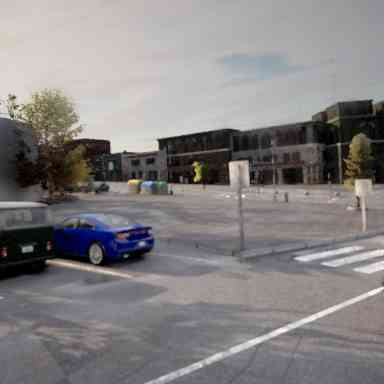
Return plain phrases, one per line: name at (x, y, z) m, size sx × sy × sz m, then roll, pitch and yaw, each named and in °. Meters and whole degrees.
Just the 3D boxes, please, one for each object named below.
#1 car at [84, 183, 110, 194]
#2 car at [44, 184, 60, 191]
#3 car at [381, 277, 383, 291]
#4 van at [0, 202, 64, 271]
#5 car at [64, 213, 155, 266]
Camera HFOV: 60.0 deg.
car at (-15.359, -0.648, 54.859) m, size 2.163 × 1.488 × 4.792 m, roll 1°, pitch 6°, yaw 15°
car at (-25.239, -1.294, 61.312) m, size 2.185 × 1.767 × 4.553 m, roll 0°, pitch 6°, yaw 13°
car at (6.169, 1.514, 7.345) m, size 5.357 × 1.411 × 2.033 m, roll 0°, pitch 0°, yaw -38°
van at (-6.108, 1.273, 9.966) m, size 4.442 × 1.987 × 1.878 m, roll -1°, pitch 0°, yaw 34°
car at (-3.574, 1.487, 11.652) m, size 5.008 × 1.535 × 2.097 m, roll -1°, pitch 0°, yaw 34°
